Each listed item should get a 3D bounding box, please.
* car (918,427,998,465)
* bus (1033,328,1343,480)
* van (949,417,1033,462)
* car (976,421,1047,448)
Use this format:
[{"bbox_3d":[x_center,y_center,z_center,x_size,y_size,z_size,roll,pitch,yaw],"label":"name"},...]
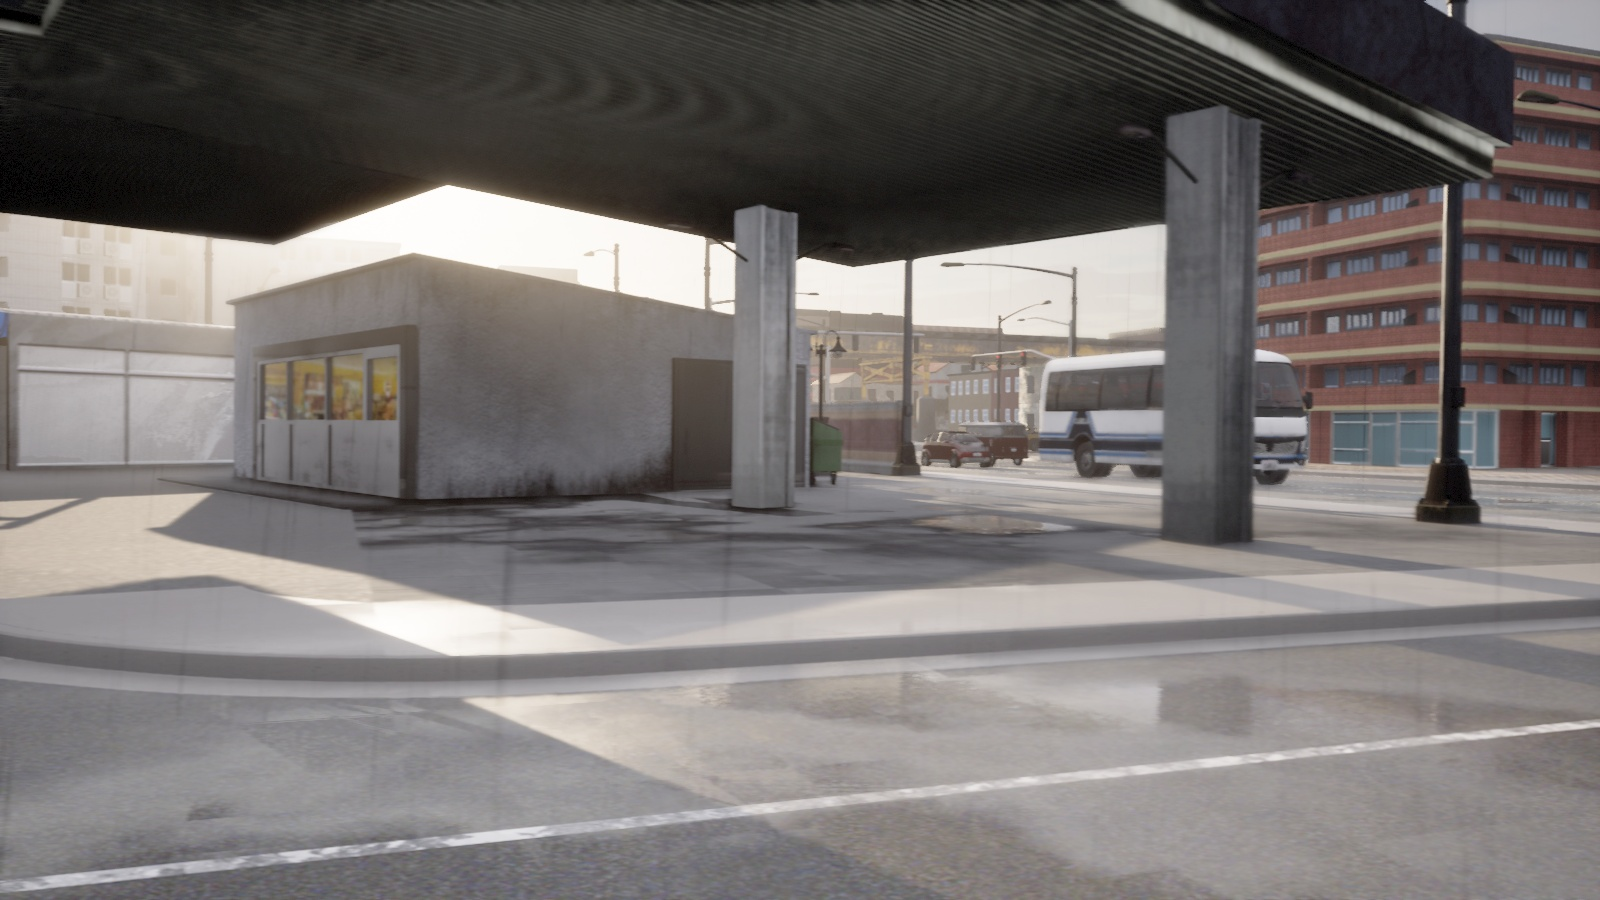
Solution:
[{"bbox_3d":[6.743,-0.170,53.885,1.789,1.549,3.705,-1,1,-23],"label":"car"},{"bbox_3d":[12.056,-1.369,40.563,3.944,4.253,10.273,-1,1,-22],"label":"bus"},{"bbox_3d":[8.833,-0.496,58.482,1.775,1.987,4.442,-1,1,-24],"label":"van"},{"bbox_3d":[14.986,-1.127,89.146,4.605,1.855,1.932,-1,1,-21],"label":"car"}]
